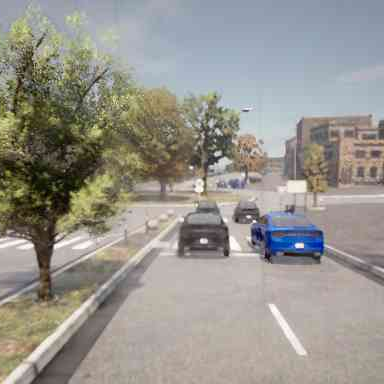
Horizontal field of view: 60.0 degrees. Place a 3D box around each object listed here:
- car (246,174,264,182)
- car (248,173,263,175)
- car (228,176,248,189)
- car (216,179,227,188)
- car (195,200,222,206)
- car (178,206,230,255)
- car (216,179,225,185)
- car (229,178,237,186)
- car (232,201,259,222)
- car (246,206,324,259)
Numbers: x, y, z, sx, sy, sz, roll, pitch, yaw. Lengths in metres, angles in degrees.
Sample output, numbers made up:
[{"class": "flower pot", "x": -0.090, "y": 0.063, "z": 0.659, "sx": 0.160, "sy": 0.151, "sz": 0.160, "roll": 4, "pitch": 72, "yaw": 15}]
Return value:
[{"class": "car", "x": 16.420, "y": -3.417, "z": 91.242, "sx": 4.892, "sy": 1.521, "sz": 2.231, "roll": 1, "pitch": 5, "yaw": 12}, {"class": "car", "x": 17.023, "y": -3.783, "z": 93.908, "sx": 4.553, "sy": 1.767, "sz": 2.185, "roll": 1, "pitch": 5, "yaw": 12}, {"class": "car", "x": 9.562, "y": -1.782, "z": 69.726, "sx": 2.150, "sy": 2.045, "sz": 5.566, "roll": 0, "pitch": 5, "yaw": -1}, {"class": "car", "x": 6.531, "y": -1.872, "z": 72.381, "sx": 2.097, "sy": 1.767, "sz": 4.553, "roll": 0, "pitch": 5, "yaw": 2}, {"class": "car", "x": 1.290, "y": 1.425, "z": 26.282, "sx": 1.837, "sy": 1.490, "sz": 4.892, "roll": 0, "pitch": 2, "yaw": 6}, {"class": "car", "x": 0.488, "y": 1.530, "z": 13.709, "sx": 1.882, "sy": 1.535, "sz": 5.008, "roll": 0, "pitch": -1, "yaw": 2}, {"class": "car", "x": 7.114, "y": -2.524, "z": 82.593, "sx": 1.895, "sy": 1.301, "sz": 4.718, "roll": 1, "pitch": 5, "yaw": 9}, {"class": "car", "x": 9.878, "y": -2.442, "z": 80.333, "sx": 1.837, "sy": 1.490, "sz": 4.892, "roll": 0, "pitch": 5, "yaw": 6}, {"class": "car", "x": 4.263, "y": 1.440, "z": 26.062, "sx": 1.837, "sy": 1.490, "sz": 4.892, "roll": 0, "pitch": 2, "yaw": 6}, {"class": "car", "x": 3.452, "y": 1.536, "z": 12.844, "sx": 1.882, "sy": 1.535, "sz": 5.008, "roll": 0, "pitch": 0, "yaw": 2}]
